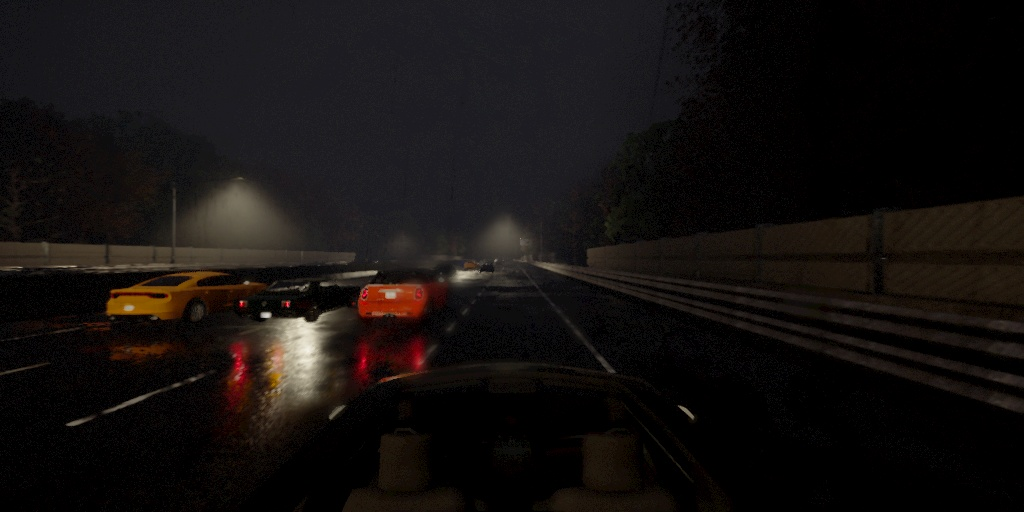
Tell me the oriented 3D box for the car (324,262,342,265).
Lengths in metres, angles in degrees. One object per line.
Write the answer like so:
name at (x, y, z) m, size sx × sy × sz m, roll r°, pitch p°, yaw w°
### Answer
car at (-27.990, 1.704, 58.427) m, size 1.895 × 1.301 × 4.718 m, roll 0°, pitch 0°, yaw 0°

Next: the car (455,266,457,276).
car at (-6.989, 1.478, 37.651) m, size 1.837 × 1.490 × 4.892 m, roll 0°, pitch 0°, yaw 0°

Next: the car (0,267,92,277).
car at (-24.556, 1.338, 18.417) m, size 2.128 × 1.511 × 4.902 m, roll 0°, pitch -1°, yaw 0°

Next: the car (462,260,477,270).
car at (-6.986, 1.602, 61.930) m, size 1.882 × 1.535 × 5.008 m, roll 0°, pitch 0°, yaw 0°

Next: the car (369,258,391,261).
car at (-21.003, 1.453, 58.639) m, size 2.097 × 1.767 × 4.553 m, roll 0°, pitch 0°, yaw 0°

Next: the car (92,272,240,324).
car at (-10.495, 1.290, 12.304) m, size 1.882 × 1.535 × 5.008 m, roll 0°, pitch 0°, yaw 0°

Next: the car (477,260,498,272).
car at (-3.489, 1.625, 51.682) m, size 1.994 × 1.385 × 4.181 m, roll 0°, pitch 0°, yaw 0°

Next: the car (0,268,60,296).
car at (-28.030, 1.394, 18.726) m, size 2.033 × 1.411 × 5.357 m, roll 0°, pitch 0°, yaw 1°

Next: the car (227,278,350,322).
car at (-6.999, 1.415, 12.439) m, size 1.895 × 1.301 × 4.718 m, roll 0°, pitch 0°, yaw 0°

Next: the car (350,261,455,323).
car at (-3.497, 1.168, 12.496) m, size 2.097 × 1.767 × 4.553 m, roll 0°, pitch 0°, yaw 0°

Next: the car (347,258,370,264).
car at (-24.494, 1.337, 58.441) m, size 2.150 × 2.045 × 5.566 m, roll 0°, pitch 0°, yaw 0°
